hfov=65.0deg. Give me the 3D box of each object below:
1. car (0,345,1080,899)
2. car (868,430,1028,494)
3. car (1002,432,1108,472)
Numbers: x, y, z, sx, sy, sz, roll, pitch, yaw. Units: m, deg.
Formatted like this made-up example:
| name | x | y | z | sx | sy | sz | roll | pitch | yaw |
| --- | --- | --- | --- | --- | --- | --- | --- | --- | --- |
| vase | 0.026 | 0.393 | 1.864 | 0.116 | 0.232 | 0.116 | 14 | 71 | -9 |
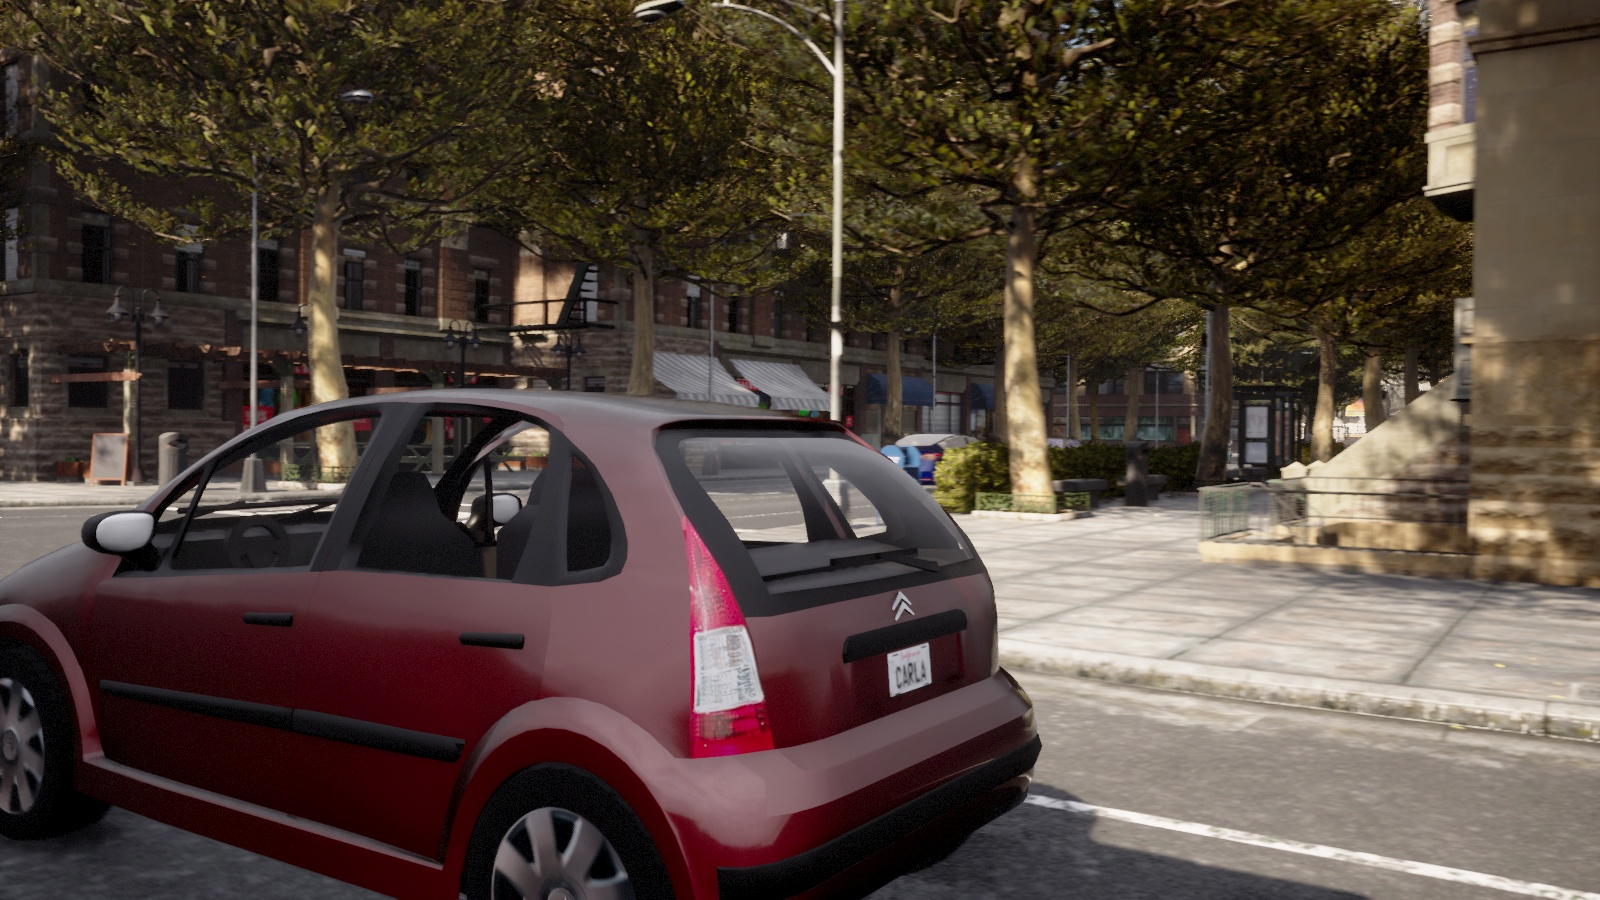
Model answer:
| name | x | y | z | sx | sy | sz | roll | pitch | yaw |
| --- | --- | --- | --- | --- | --- | --- | --- | --- | --- |
| car | -1.261 | 0.580 | 4.440 | 3.988 | 1.617 | 1.851 | 0 | 1 | 34 |
| car | 3.893 | 0.253 | 32.280 | 2.163 | 1.488 | 4.792 | 0 | 1 | 34 |
| car | 9.686 | 0.042 | 47.348 | 2.033 | 1.411 | 5.357 | 0 | 1 | 34 |
